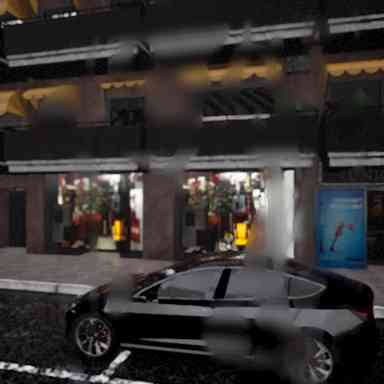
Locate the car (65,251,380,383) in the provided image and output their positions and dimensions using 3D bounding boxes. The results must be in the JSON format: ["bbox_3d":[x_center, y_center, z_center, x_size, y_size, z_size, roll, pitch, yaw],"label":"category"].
[{"bbox_3d":[0.309,1.580,4.892,4.313,1.339,1.947,0,0,13],"label":"car"}]
